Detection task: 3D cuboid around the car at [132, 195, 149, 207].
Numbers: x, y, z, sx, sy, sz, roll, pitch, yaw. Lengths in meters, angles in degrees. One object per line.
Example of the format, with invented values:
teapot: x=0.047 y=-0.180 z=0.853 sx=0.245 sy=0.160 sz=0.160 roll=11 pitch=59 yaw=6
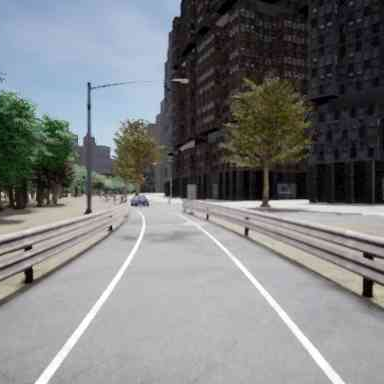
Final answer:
car: x=-8.093 y=1.321 z=51.830 sx=2.097 sy=1.767 sz=4.553 roll=0 pitch=0 yaw=-19
